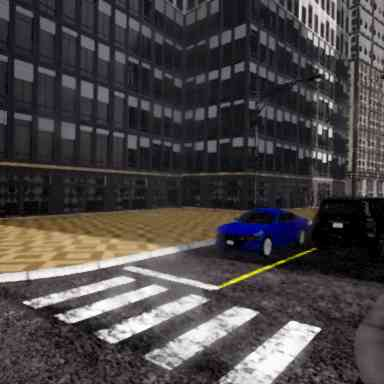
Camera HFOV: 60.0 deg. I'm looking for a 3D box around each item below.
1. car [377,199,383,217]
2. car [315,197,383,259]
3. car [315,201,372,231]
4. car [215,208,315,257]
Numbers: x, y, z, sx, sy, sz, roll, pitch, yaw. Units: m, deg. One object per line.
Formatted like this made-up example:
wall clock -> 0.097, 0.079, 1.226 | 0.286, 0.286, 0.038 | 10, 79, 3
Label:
car -> 19.302, 1.459, 31.500 | 1.882, 1.535, 5.008 | 2, 2, 45
car -> 6.659, 1.211, 12.999 | 2.150, 2.045, 5.566 | 2, 1, 43
car -> 9.716, 1.422, 21.118 | 1.882, 1.535, 5.008 | 2, 1, 42
car -> 2.838, 1.400, 12.931 | 1.882, 1.535, 5.008 | 2, 1, 39
